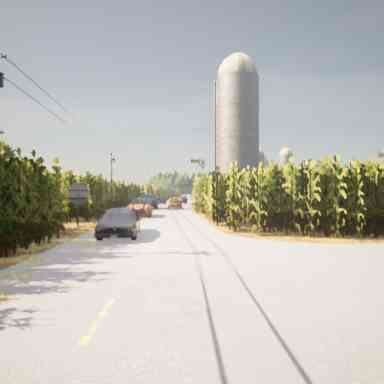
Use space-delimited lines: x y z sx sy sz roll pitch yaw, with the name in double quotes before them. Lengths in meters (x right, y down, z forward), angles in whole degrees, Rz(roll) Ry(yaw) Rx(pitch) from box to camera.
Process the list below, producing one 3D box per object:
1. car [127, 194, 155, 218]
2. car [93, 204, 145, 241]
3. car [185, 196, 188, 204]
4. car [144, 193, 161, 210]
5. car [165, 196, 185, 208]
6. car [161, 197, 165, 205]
"car" -4.632 1.335 29.628 2.097 1.767 4.553 0 0 -5
"car" -3.632 1.538 16.874 2.033 1.411 5.357 0 0 -6
"car" -1.858 1.510 65.039 2.033 1.411 5.357 0 0 4
"car" -5.611 1.199 43.395 2.150 2.045 5.566 0 0 -2
"car" -2.348 1.451 46.828 1.882 1.535 5.008 0 0 -2
"car" -5.579 1.531 59.029 1.994 1.385 4.181 0 0 3
